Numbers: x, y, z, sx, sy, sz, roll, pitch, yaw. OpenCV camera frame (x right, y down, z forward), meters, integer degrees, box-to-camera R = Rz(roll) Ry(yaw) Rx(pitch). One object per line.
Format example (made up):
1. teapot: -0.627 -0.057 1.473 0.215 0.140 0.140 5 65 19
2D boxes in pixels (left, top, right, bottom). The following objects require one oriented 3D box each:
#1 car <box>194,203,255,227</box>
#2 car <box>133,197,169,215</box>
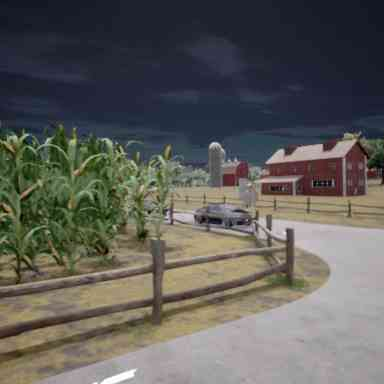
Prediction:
1. car: 1.956 1.400 20.794 1.994 1.385 4.181 -2 2 -38
2. car: -3.865 1.210 28.950 1.837 1.490 4.892 -2 2 -36
